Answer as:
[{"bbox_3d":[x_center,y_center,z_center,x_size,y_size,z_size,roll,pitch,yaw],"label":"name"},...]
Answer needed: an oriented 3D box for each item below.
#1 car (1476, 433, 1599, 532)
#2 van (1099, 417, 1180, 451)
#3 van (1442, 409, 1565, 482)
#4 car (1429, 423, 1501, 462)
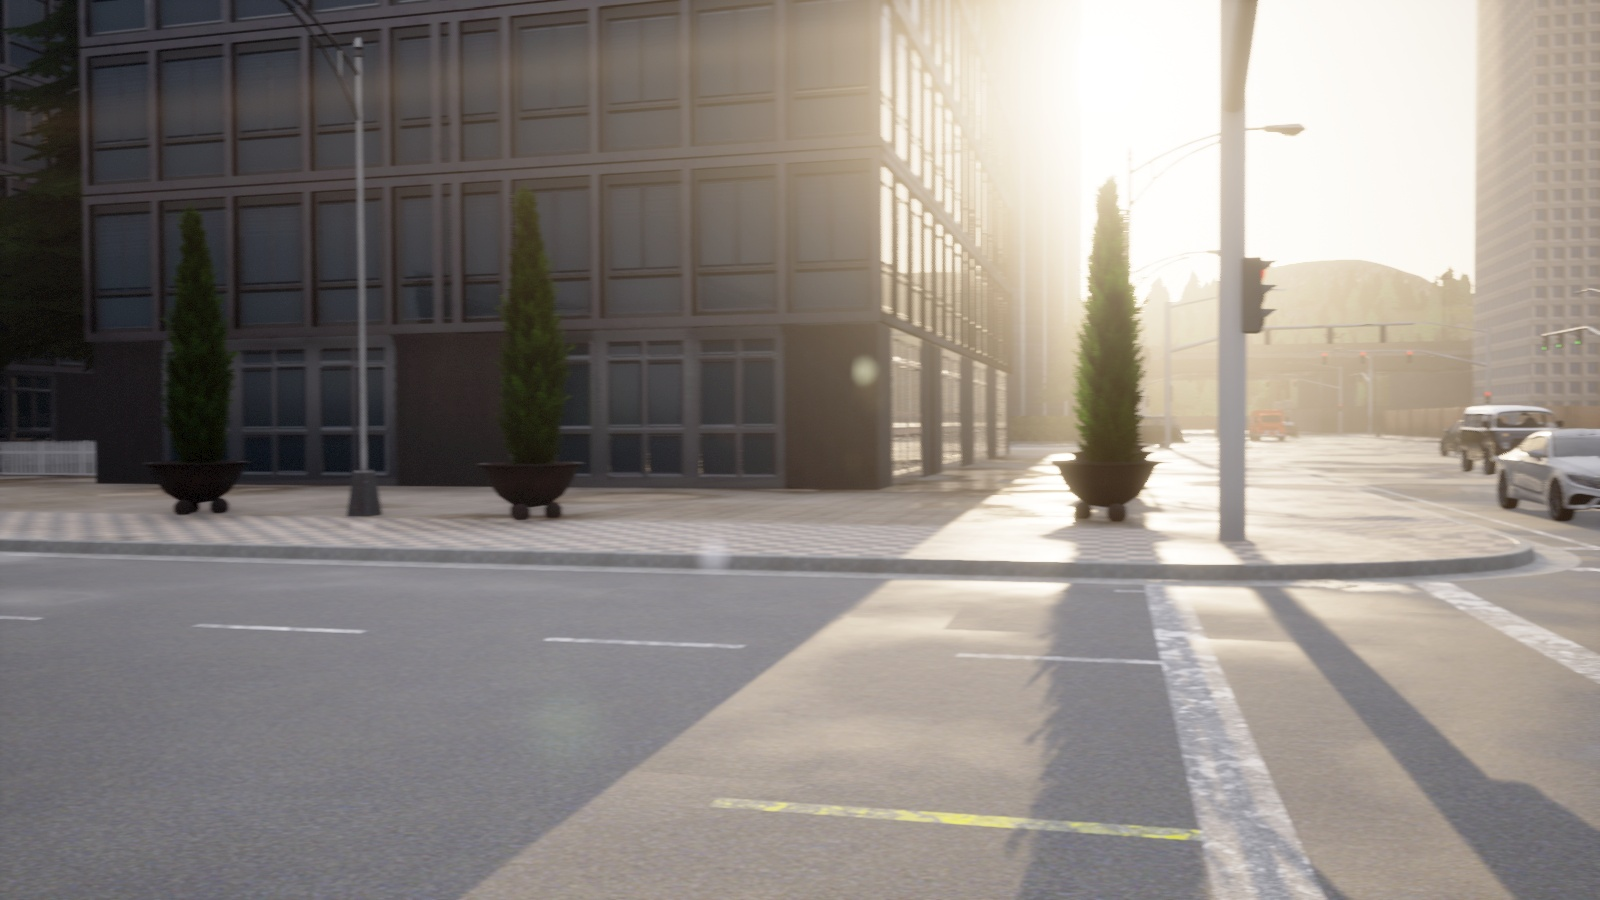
[{"bbox_3d":[13.063,0.466,21.214,1.812,1.442,4.674,0,2,14],"label":"car"},{"bbox_3d":[20.084,-0.938,74.229,4.442,1.987,1.775,0,1,22],"label":"van"},{"bbox_3d":[20.797,-0.172,37.328,2.069,2.038,4.480,0,1,14],"label":"van"},{"bbox_3d":[28.802,-0.354,54.517,1.851,1.617,3.988,0,1,14],"label":"car"}]
